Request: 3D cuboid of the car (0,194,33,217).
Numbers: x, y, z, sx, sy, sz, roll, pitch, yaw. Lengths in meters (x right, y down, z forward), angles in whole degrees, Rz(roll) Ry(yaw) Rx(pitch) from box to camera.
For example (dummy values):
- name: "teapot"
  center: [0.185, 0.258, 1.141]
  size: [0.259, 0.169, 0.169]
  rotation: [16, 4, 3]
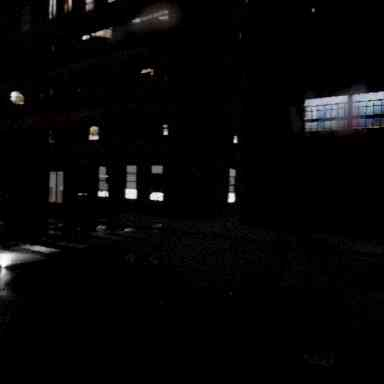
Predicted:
- name: "car"
  center: [-11.318, 0.769, 19.924]
  size: [4.403, 1.369, 2.008]
  rotation: [2, 2, 33]

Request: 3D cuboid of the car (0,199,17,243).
- name: "car"
  center: [-8.350, 0.984, 11.533]
  size: [4.674, 1.442, 1.812]
  rotation: [3, 1, 33]
